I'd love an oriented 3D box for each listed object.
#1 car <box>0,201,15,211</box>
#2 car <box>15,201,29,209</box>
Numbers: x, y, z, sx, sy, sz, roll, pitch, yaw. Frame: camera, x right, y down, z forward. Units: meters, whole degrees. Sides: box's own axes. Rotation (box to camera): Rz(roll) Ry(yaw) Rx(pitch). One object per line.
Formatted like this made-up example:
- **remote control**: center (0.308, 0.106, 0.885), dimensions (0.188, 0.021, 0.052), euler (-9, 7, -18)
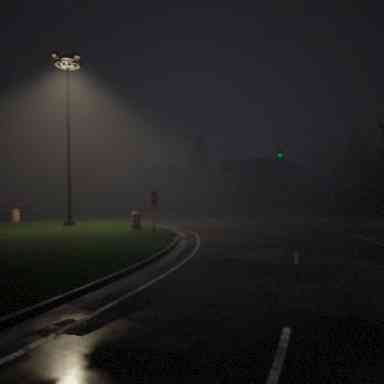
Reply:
- **car**: center (-30.979, 2.274, 52.936), dimensions (5.357, 1.411, 2.033), euler (-1, 0, 33)
- **car**: center (-29.385, 2.244, 56.078), dimensions (4.674, 1.442, 1.812), euler (-1, 0, 34)
